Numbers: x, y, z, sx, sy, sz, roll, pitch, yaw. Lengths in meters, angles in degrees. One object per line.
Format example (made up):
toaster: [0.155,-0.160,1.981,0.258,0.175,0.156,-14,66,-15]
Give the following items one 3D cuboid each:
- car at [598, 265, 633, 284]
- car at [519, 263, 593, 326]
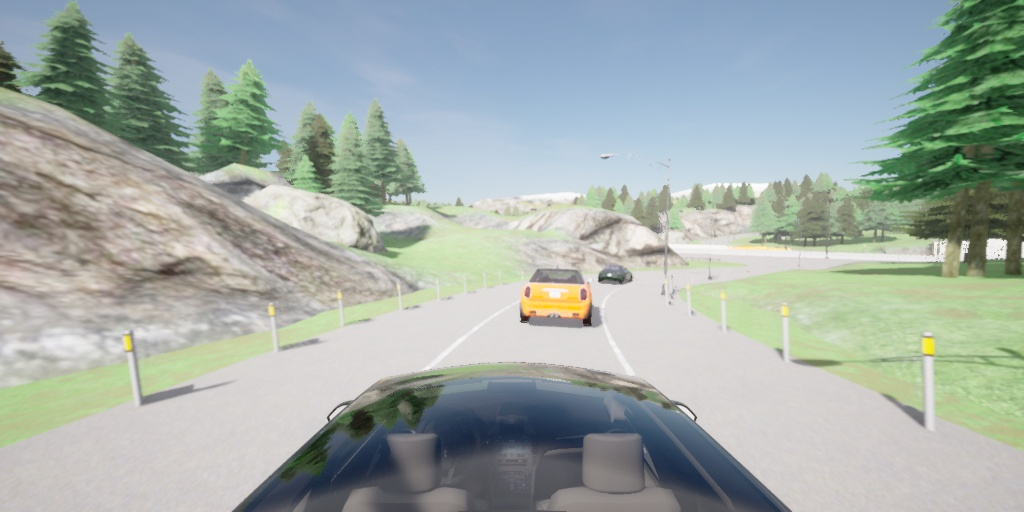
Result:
car: [8.373,1.423,28.805,1.994,1.385,4.181,3,1,30]
car: [1.623,1.102,12.091,2.097,1.767,4.553,1,0,12]
